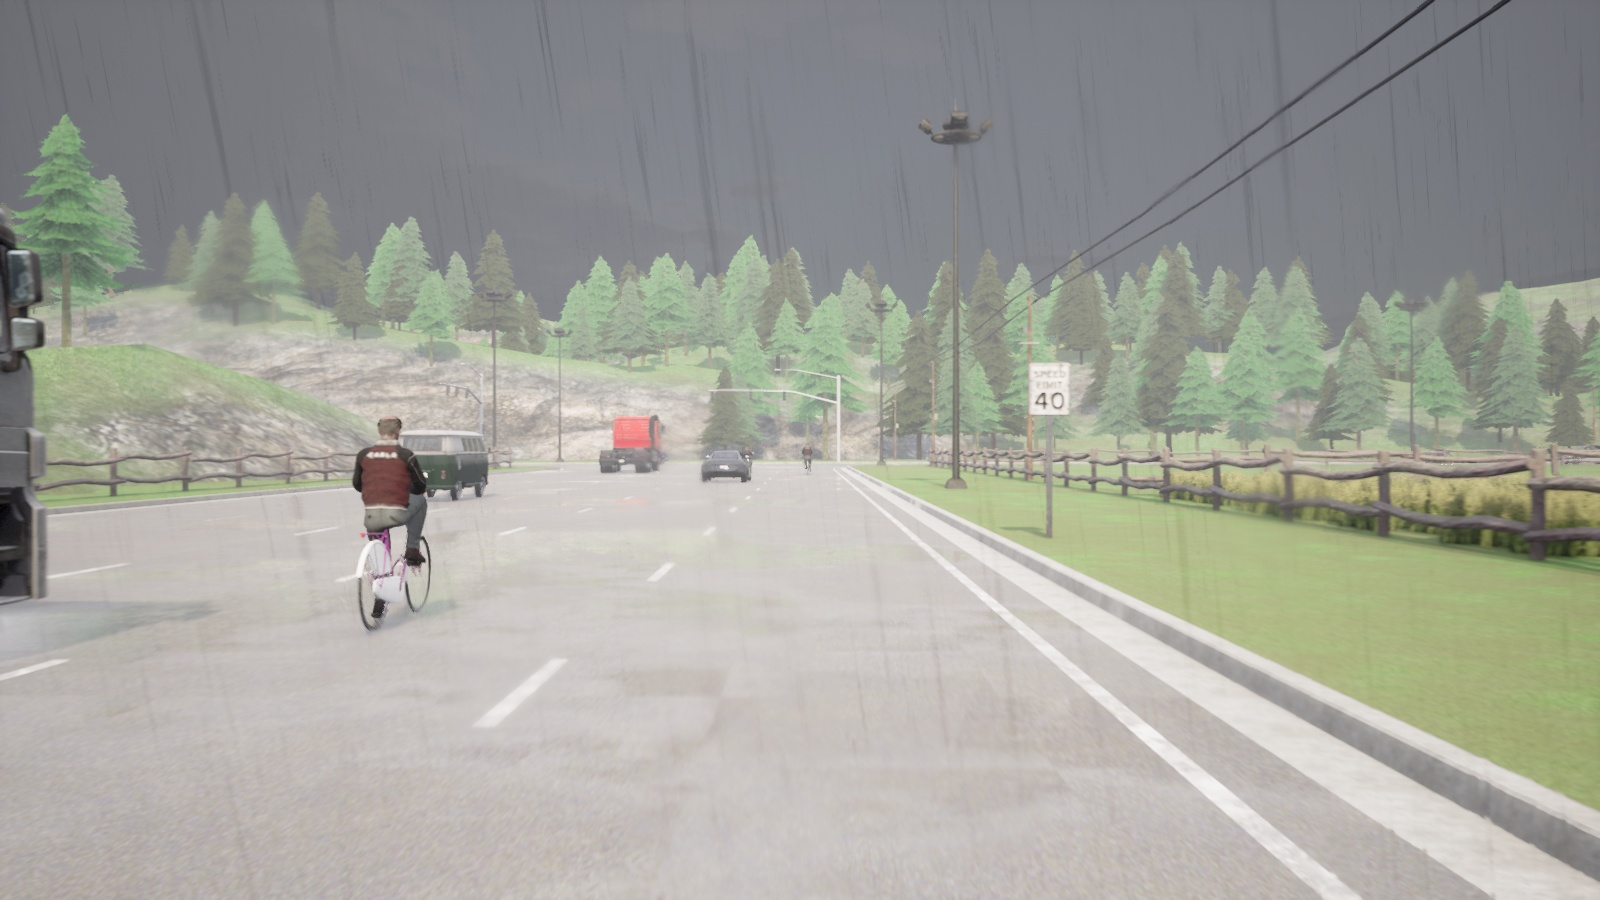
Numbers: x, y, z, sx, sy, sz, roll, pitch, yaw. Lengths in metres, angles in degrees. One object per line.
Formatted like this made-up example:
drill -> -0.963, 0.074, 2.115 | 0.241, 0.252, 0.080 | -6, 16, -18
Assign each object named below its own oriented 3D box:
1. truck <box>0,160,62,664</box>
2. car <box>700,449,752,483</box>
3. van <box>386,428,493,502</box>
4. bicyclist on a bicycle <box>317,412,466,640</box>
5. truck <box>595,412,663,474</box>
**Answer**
truck -> -6.953, -0.253, 5.368 | 2.891, 3.462, 7.936 | 0, 0, 0
car -> -3.172, 0.676, 54.412 | 1.994, 1.385, 4.181 | 0, 0, 0
van -> -10.277, 0.403, 36.145 | 1.775, 1.987, 4.442 | 0, 0, 0
bicyclist on a bicycle -> -3.423, 0.589, 10.702 | 0.659, 1.776, 1.843 | 0, 0, 0
truck -> -10.055, -0.424, 74.644 | 2.891, 3.462, 7.936 | 0, 0, 0
